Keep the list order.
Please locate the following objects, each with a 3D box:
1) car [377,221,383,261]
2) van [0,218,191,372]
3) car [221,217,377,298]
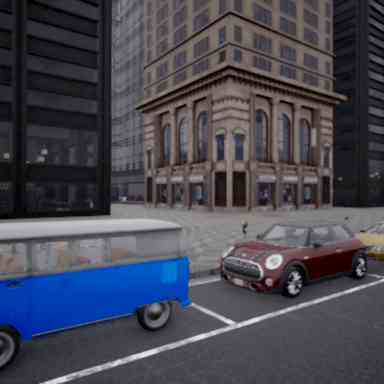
[{"bbox_3d":[7.120,1.605,11.732,4.829,1.417,1.752,0,0,-36],"label":"car"},{"bbox_3d":[-1.924,1.350,5.279,3.998,1.788,1.690,0,0,-36],"label":"van"},{"bbox_3d":[2.667,1.484,8.555,4.097,1.590,1.967,0,0,-36],"label":"car"}]
